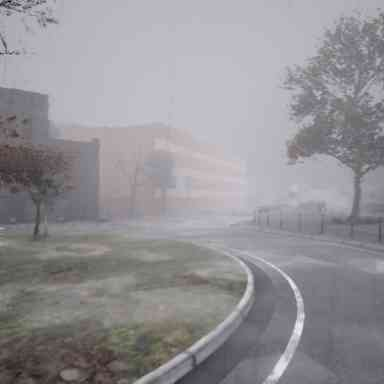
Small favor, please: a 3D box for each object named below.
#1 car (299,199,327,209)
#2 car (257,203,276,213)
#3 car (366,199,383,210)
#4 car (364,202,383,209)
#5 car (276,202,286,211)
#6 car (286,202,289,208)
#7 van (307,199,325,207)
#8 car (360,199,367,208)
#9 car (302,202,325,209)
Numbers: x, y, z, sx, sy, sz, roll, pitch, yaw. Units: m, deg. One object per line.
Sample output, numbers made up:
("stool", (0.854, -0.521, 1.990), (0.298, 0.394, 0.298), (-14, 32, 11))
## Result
("car", (25.189, 2.586, 69.513), (5.566, 2.045, 2.435), (0, -1, 22))
("car", (12.047, 2.727, 54.357), (1.895, 1.301, 4.718), (-1, -1, 23))
("car", (35.763, 2.552, 62.237), (4.553, 1.767, 2.185), (0, -1, 22))
("car", (39.030, 2.848, 70.059), (4.892, 1.521, 2.231), (0, -1, 22))
("car", (16.680, 2.905, 65.543), (2.033, 1.411, 5.357), (0, -1, 23))
("car", (20.782, 2.897, 75.298), (1.812, 1.442, 4.674), (0, -1, 23))
("van", (32.794, 2.972, 87.770), (4.442, 1.987, 1.878), (0, -1, 22))
("car", (37.978, 2.545, 67.577), (5.566, 2.045, 2.435), (-1, -1, 22))
("car", (26.280, 2.931, 72.113), (4.674, 1.452, 2.002), (0, -1, 22))
